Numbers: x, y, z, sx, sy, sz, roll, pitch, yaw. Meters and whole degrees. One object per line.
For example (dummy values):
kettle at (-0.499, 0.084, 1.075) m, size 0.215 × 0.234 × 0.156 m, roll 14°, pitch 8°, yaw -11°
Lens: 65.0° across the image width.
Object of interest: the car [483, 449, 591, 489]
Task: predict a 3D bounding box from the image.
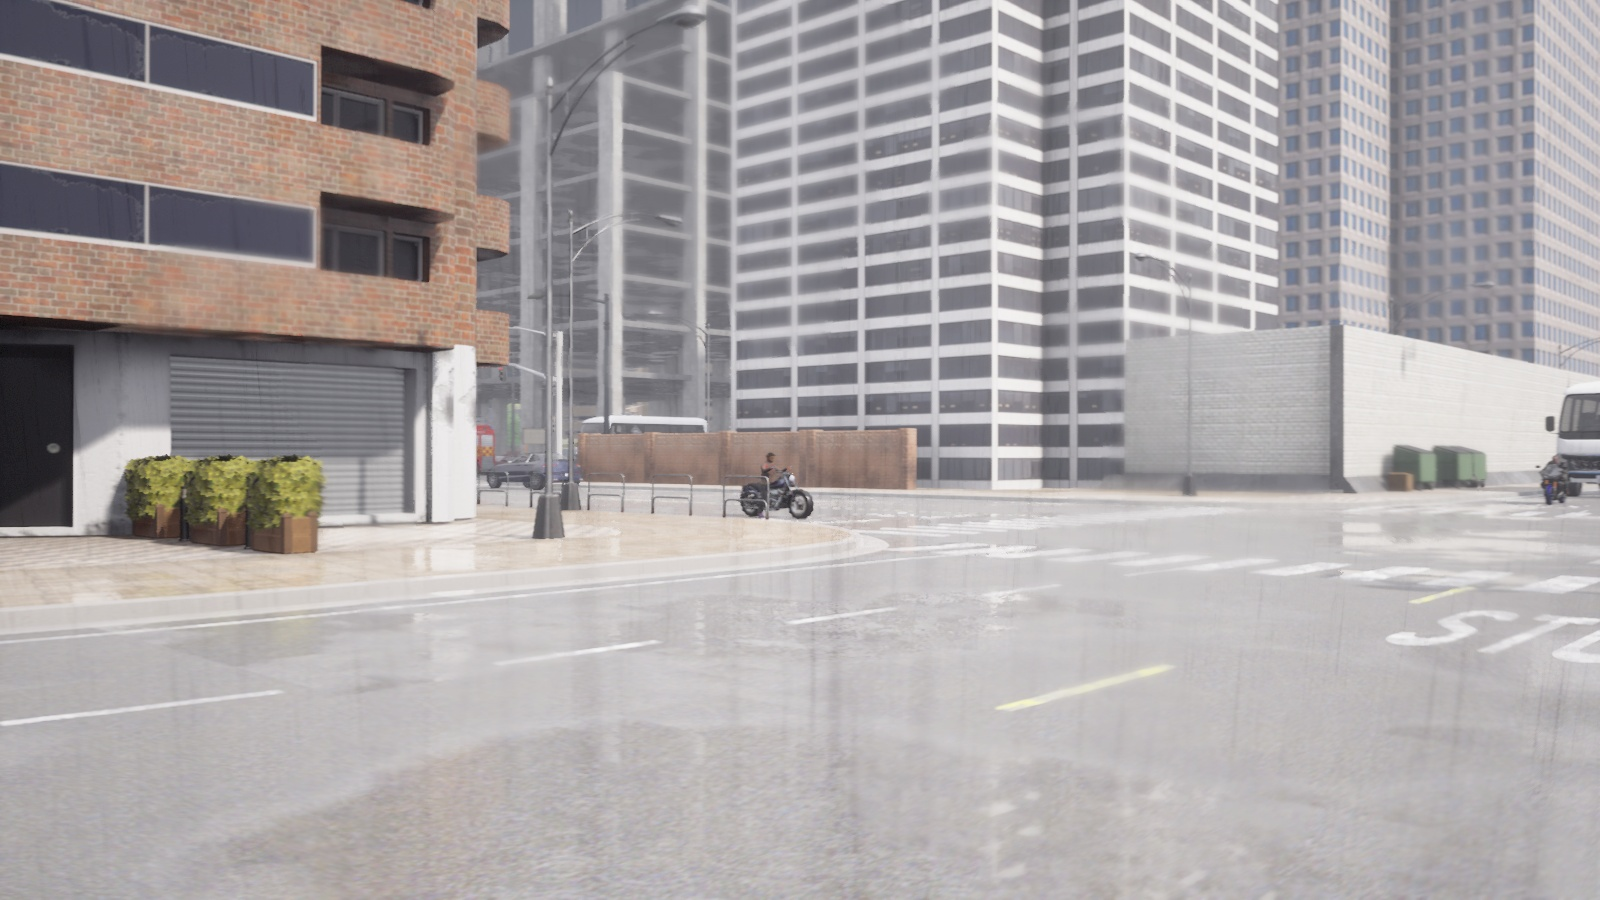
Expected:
car at (-11.642, 0.809, 55.394) m, size 5.027 × 1.651 × 2.152 m, roll 0°, pitch 0°, yaw 43°

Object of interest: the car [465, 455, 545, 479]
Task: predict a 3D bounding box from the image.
car at (-19.946, 1.137, 85.069) m, size 1.882 × 1.535 × 5.008 m, roll 0°, pitch 0°, yaw 44°

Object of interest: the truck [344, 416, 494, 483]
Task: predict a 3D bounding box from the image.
truck at (-23.139, -0.026, 76.654) m, size 2.891 × 3.827 × 8.468 m, roll 0°, pitch 0°, yaw 44°

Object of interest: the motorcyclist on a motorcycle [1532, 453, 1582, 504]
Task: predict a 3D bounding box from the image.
motorcyclist on a motorcycle at (23.164, 0.849, 38.402) m, size 0.866 × 1.530 × 2.191 m, roll 0°, pitch 0°, yaw 43°

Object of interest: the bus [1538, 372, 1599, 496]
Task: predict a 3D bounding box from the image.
bus at (31.111, -0.555, 46.870) m, size 3.944 × 4.253 × 10.273 m, roll 0°, pitch 0°, yaw 43°

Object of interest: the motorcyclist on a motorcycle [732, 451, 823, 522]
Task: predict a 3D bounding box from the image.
motorcyclist on a motorcycle at (-0.562, 0.861, 30.514) m, size 2.350 × 1.649 × 0.766 m, roll 0°, pitch 0°, yaw 43°

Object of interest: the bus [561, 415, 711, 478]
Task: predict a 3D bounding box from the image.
bus at (-11.469, -0.228, 88.899) m, size 3.944 × 4.253 × 10.273 m, roll 0°, pitch 0°, yaw 44°
